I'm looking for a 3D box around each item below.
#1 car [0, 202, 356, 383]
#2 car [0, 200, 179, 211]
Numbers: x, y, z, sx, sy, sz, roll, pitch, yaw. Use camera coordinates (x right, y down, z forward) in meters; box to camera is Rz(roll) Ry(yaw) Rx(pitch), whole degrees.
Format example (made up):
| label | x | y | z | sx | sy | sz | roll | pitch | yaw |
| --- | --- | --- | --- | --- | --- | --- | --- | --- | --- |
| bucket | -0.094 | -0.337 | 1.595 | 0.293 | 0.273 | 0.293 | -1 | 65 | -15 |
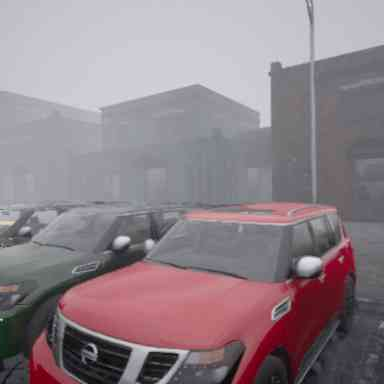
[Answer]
| label | x | y | z | sx | sy | sz | roll | pitch | yaw |
| --- | --- | --- | --- | --- | --- | --- | --- | --- | --- |
| car | 0.768 | 1.231 | 4.687 | 2.435 | 2.045 | 5.566 | 0 | 0 | 36 |
| car | -1.473 | 1.237 | 6.285 | 2.435 | 2.045 | 5.566 | 0 | 0 | 36 |
